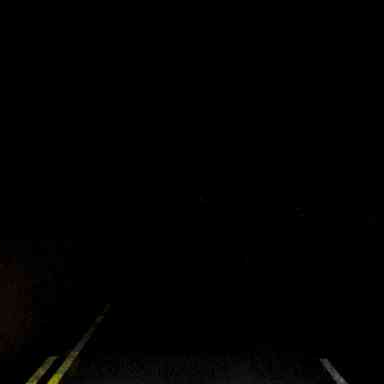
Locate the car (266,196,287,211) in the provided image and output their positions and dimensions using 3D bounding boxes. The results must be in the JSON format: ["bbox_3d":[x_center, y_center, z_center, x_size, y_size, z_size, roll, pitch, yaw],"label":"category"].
[{"bbox_3d":[10.842,1.424,40.116,5.008,1.535,1.882,0,0,-45],"label":"car"}]

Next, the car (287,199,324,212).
[{"bbox_3d":[13.032,1.551,37.540,4.718,1.301,1.895,0,0,-45],"label":"car"}]

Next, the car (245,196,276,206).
[{"bbox_3d":[11.106,1.436,53.511,4.892,1.490,1.837,1,0,-31],"label":"car"}]

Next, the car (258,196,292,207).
[{"bbox_3d":[12.567,1.426,50.317,4.902,1.511,2.128,0,0,-31],"label":"car"}]
